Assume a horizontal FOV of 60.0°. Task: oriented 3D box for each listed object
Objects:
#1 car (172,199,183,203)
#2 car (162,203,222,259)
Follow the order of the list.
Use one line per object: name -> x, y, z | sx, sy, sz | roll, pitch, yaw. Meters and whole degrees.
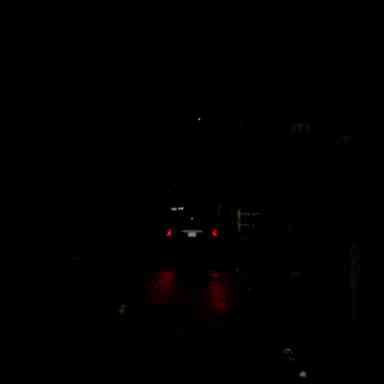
car -> -2.779, 2.175, 64.852 | 2.097, 1.767, 4.553 | 0, -1, 0
car -> 0.021, 1.495, 13.414 | 2.097, 1.767, 4.553 | 0, -1, 1
